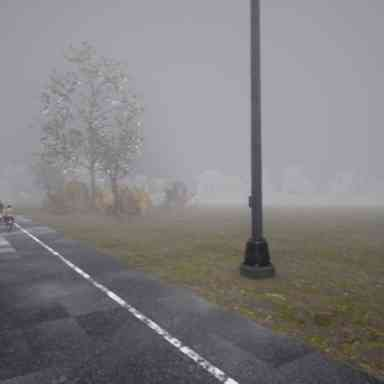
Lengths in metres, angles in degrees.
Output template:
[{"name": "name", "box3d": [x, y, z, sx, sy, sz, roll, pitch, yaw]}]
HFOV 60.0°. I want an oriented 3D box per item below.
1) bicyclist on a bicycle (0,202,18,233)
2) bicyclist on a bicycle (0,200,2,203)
[{"name": "bicyclist on a bicycle", "box3d": [-10.614, 1.548, 19.396, 0.866, 1.612, 1.509, 0, 0, -33]}, {"name": "bicyclist on a bicycle", "box3d": [-15.595, 1.534, 27.086, 0.659, 1.776, 1.843, 0, 0, -33]}]
